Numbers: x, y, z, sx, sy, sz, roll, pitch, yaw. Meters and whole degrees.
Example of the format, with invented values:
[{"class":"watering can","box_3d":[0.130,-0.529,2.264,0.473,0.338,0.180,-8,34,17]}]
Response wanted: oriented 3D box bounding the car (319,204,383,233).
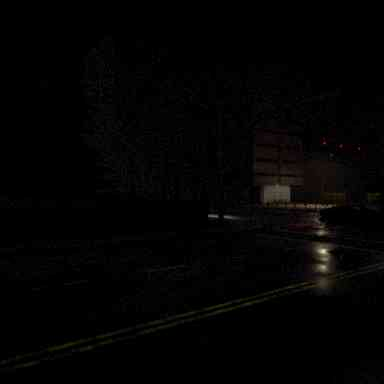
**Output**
[{"class":"car","box_3d":[10.026,1.491,19.850,2.128,1.511,4.902,0,0,-34]}]
